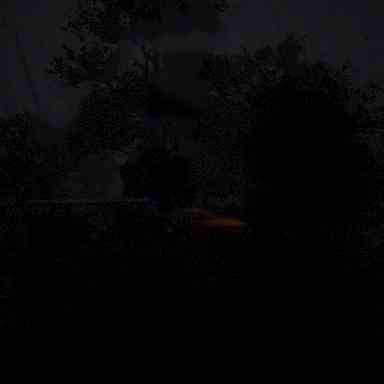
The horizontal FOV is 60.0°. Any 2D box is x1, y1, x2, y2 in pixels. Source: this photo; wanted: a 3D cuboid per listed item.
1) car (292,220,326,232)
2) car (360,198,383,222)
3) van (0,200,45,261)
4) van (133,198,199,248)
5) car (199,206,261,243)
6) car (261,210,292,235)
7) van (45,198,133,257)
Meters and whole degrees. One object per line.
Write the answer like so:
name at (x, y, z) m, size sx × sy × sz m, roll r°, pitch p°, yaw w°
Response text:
car at (5.002, 1.455, 19.613) m, size 4.792 × 1.488 × 2.163 m, roll -1°, pitch -1°, yaw 34°
car at (9.964, 1.390, 22.992) m, size 5.366 × 1.575 × 1.946 m, roll -1°, pitch -1°, yaw 34°
van at (-7.041, 1.274, 10.916) m, size 4.442 × 1.987 × 1.878 m, roll -1°, pitch -1°, yaw 35°
van at (-2.195, 1.244, 14.378) m, size 4.442 × 1.987 × 1.878 m, roll -1°, pitch -1°, yaw 34°
car at (0.287, 1.451, 16.063) m, size 5.366 × 1.575 × 1.946 m, roll -1°, pitch -1°, yaw 35°
car at (2.528, 1.471, 17.910) m, size 4.792 × 1.488 × 2.163 m, roll -1°, pitch 0°, yaw 34°
van at (-4.619, 1.259, 12.646) m, size 4.442 × 1.987 × 1.878 m, roll -1°, pitch -1°, yaw 35°
